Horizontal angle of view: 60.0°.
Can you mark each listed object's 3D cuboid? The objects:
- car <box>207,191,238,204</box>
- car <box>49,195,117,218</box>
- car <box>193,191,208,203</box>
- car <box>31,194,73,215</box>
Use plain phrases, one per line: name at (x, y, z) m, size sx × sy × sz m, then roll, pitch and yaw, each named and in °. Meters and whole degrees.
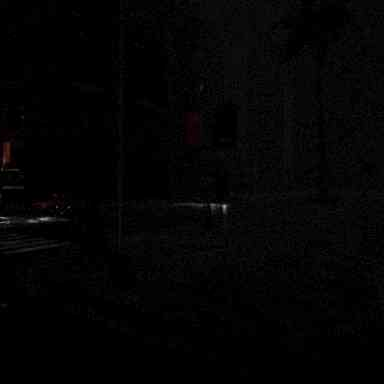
car at (4.265, 0.691, 42.245) m, size 1.812 × 1.442 × 4.674 m, roll 1°, pitch 1°, yaw 35°
car at (-7.852, 1.130, 25.085) m, size 1.895 × 1.301 × 4.718 m, roll 1°, pitch 1°, yaw 35°
car at (1.980, 0.617, 44.648) m, size 2.128 × 1.511 × 4.902 m, roll 1°, pitch 1°, yaw 35°
car at (-10.463, 0.976, 27.020) m, size 1.882 × 1.535 × 5.008 m, roll 1°, pitch 1°, yaw 35°
